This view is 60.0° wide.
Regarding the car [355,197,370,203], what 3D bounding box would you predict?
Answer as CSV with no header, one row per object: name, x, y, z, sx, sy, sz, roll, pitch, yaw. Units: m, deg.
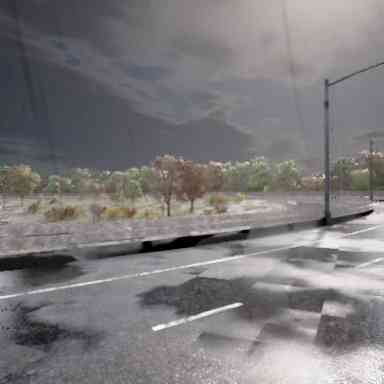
car,39.835,1.924,77.984,2.033,1.411,5.357,0,0,5
